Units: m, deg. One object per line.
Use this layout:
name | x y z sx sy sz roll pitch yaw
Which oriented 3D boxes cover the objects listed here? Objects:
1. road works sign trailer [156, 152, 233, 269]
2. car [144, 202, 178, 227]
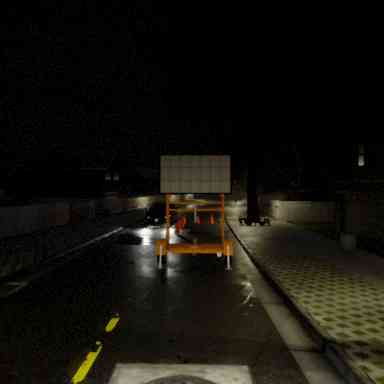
road works sign trailer | 0.116 0.464 11.121 2.380 3.560 2.880 0 0 2
car | -2.075 1.504 23.037 1.837 1.490 4.892 0 0 3
